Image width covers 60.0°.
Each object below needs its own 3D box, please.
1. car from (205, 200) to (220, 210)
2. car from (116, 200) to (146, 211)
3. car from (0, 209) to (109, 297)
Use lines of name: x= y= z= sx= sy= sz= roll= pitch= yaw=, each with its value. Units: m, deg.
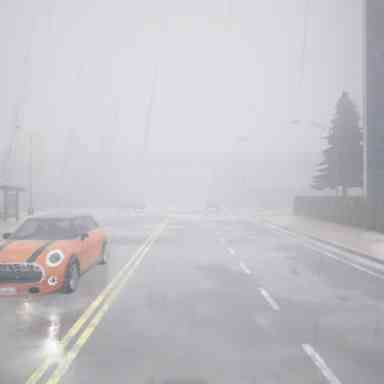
car: x=2.829 y=1.780 z=46.920 sx=2.033 sy=1.411 sz=5.357 roll=0 pitch=0 yaw=-1
car: x=-8.367 y=1.771 z=45.410 sx=4.181 sy=1.385 sz=1.994 roll=0 pitch=0 yaw=29
car: x=-3.722 y=1.403 z=8.912 sx=2.097 sy=1.767 sz=4.553 roll=0 pitch=0 yaw=-1
